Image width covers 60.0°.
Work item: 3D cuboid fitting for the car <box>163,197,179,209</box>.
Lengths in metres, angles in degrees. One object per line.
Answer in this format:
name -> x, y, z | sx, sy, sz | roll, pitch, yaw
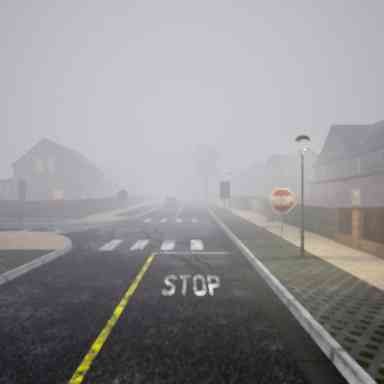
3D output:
car -> -2.749, 1.370, 44.271 | 1.882, 1.535, 5.008 | 0, 0, 0
